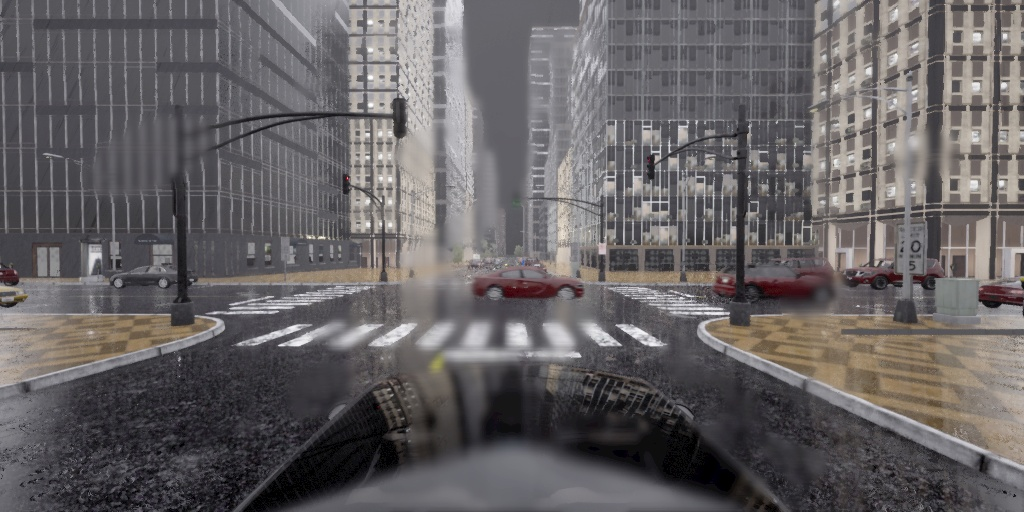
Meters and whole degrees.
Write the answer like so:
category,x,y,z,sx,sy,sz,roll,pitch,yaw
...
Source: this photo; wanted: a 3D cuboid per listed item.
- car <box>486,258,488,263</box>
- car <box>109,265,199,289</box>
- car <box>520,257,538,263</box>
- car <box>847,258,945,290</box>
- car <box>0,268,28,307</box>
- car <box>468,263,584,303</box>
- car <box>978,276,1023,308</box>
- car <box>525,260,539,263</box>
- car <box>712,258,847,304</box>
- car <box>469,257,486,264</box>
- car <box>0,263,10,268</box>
category,x,y,z,sx,sy,sz,roll,pitch,yaw
car,-5.300,1.307,57.843,1.802,1.307,4.207,0,0,0
car,-21.444,1.204,21.553,4.403,1.370,2.007,0,0,0
car,2.565,1.046,46.816,2.192,1.841,5.009,0,0,0
car,22.898,1.032,21.642,5.009,1.841,2.192,0,0,0
car,-21.258,1.301,13.414,4.829,1.417,1.751,0,0,0
car,0.696,1.227,16.155,5.008,1.535,1.882,0,0,0
car,20.183,1.417,13.498,4.207,1.307,1.802,0,0,0
car,2.541,1.319,35.767,1.802,1.307,4.207,0,0,0
car,11.716,1.136,16.163,4.553,1.767,2.097,0,1,0
car,-5.302,1.168,52.318,1.967,1.591,4.097,0,0,0
car,-32.560,1.078,21.459,4.097,1.591,1.967,0,0,0
